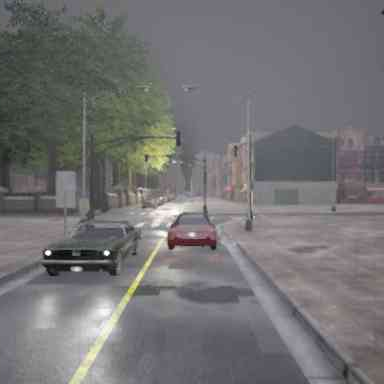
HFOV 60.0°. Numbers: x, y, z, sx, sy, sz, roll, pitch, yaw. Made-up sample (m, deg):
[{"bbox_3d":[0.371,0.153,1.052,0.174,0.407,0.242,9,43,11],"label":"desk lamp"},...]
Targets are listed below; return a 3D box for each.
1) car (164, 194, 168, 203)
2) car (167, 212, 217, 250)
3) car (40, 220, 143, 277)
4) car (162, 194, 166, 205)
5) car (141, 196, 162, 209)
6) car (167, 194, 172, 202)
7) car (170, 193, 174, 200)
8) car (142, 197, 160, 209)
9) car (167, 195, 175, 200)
[{"bbox_3d":[-5.572,1.498,55.936,1.947,1.339,4.313,1,0,0],"label":"car"},{"bbox_3d":[0.025,1.537,14.267,1.994,1.385,4.181,0,0,1],"label":"car"},{"bbox_3d":[-2.807,1.581,10.335,1.895,1.301,4.718,0,0,0],"label":"car"},{"bbox_3d":[-5.529,1.484,50.486,2.008,1.369,4.403,1,0,0],"label":"car"},{"bbox_3d":[-5.500,1.488,43.351,2.008,1.369,4.403,1,0,0],"label":"car"},{"bbox_3d":[-5.658,1.519,66.836,1.802,1.307,4.206,1,0,0],"label":"car"},{"bbox_3d":[-5.695,1.258,72.286,2.192,1.841,5.009,1,0,0],"label":"car"},{"bbox_3d":[-5.540,1.461,45.324,1.752,1.417,4.829,1,0,0],"label":"car"},{"bbox_3d":[-5.870,1.519,93.917,1.752,1.417,4.829,1,0,0],"label":"car"}]
